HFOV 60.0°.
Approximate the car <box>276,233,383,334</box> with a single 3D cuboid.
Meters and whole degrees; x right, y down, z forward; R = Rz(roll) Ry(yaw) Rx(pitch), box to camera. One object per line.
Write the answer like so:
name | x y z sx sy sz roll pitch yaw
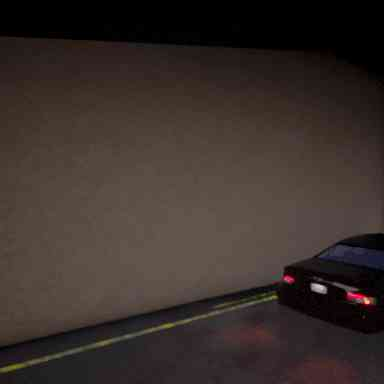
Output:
car | 4.047 1.569 6.677 5.357 1.411 2.033 0 0 -35
